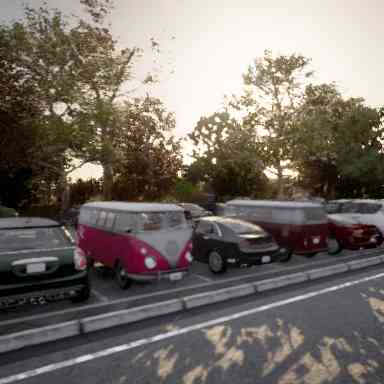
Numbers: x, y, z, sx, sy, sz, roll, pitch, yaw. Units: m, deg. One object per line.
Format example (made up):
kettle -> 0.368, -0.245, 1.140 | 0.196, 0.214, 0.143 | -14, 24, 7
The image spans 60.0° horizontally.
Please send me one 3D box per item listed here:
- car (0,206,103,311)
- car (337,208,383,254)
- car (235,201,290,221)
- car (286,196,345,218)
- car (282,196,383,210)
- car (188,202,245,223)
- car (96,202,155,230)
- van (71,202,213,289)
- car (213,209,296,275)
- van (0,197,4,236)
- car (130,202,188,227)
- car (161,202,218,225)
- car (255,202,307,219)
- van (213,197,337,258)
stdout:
car -> -3.968, 1.350, 7.567 | 2.185, 1.767, 4.553 | 1, 0, -36
car -> 5.137, 1.579, 14.112 | 2.097, 1.535, 5.008 | 1, 0, -36
car -> 6.485, 1.690, 31.164 | 2.097, 1.535, 5.008 | 1, 0, -36
car -> 13.192, 1.536, 35.938 | 2.435, 2.045, 5.566 | 1, -1, -36
car -> 7.398, 1.354, 15.773 | 2.435, 2.045, 5.566 | 1, 0, -36
car -> 1.937, 1.662, 27.949 | 2.163, 1.488, 4.792 | 1, 0, -36
car -> -4.733, 1.552, 22.911 | 1.946, 1.575, 5.366 | 1, 0, -36
van -> -1.637, 1.276, 9.129 | 1.878, 1.987, 4.442 | 1, 0, -36
car -> 0.578, 1.529, 10.849 | 2.231, 1.521, 4.892 | 1, 0, -36
van -> -11.704, 1.251, 18.296 | 1.878, 1.987, 4.442 | 1, 0, -36
car -> -2.572, 1.581, 24.679 | 2.097, 1.535, 5.008 | 1, 0, -36
car -> -0.294, 1.636, 26.281 | 2.163, 1.488, 4.792 | 1, 0, -36
car -> 8.646, 1.759, 32.715 | 2.002, 1.452, 4.674 | 1, 0, -36
van -> 2.788, 1.328, 12.580 | 1.878, 1.987, 4.442 | 1, 0, -36
